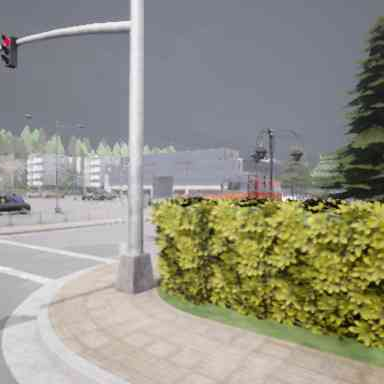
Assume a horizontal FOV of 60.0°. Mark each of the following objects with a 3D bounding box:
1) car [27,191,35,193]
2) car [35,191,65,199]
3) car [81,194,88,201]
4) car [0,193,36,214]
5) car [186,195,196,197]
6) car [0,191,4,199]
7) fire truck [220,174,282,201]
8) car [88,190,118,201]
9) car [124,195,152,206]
[{"bbox_3d":[-33.853,0.601,71.052,1.970,1.475,3.806,1,0,35],"label":"car"},{"bbox_3d":[-28.437,0.583,67.594,2.152,1.636,5.027,1,0,35],"label":"car"},{"bbox_3d":[-18.013,0.628,60.175,1.905,1.878,3.866,1,0,35],"label":"car"},{"bbox_3d":[-15.436,1.081,26.725,2.007,1.523,4.514,1,0,35],"label":"car"},{"bbox_3d":[-0.348,1.128,47.941,1.845,1.501,3.633,1,0,35],"label":"car"},{"bbox_3d":[-40.925,0.628,67.433,2.007,1.523,4.514,1,0,35],"label":"car"},{"bbox_3d":[5.992,0.219,32.632,2.891,3.827,8.468,1,0,35],"label":"fire truck"},{"bbox_3d":[-15.407,0.676,58.827,1.932,1.855,4.605,1,0,35],"label":"car"},{"bbox_3d":[-7.079,1.107,43.623,1.970,1.475,3.806,1,0,35],"label":"car"}]
